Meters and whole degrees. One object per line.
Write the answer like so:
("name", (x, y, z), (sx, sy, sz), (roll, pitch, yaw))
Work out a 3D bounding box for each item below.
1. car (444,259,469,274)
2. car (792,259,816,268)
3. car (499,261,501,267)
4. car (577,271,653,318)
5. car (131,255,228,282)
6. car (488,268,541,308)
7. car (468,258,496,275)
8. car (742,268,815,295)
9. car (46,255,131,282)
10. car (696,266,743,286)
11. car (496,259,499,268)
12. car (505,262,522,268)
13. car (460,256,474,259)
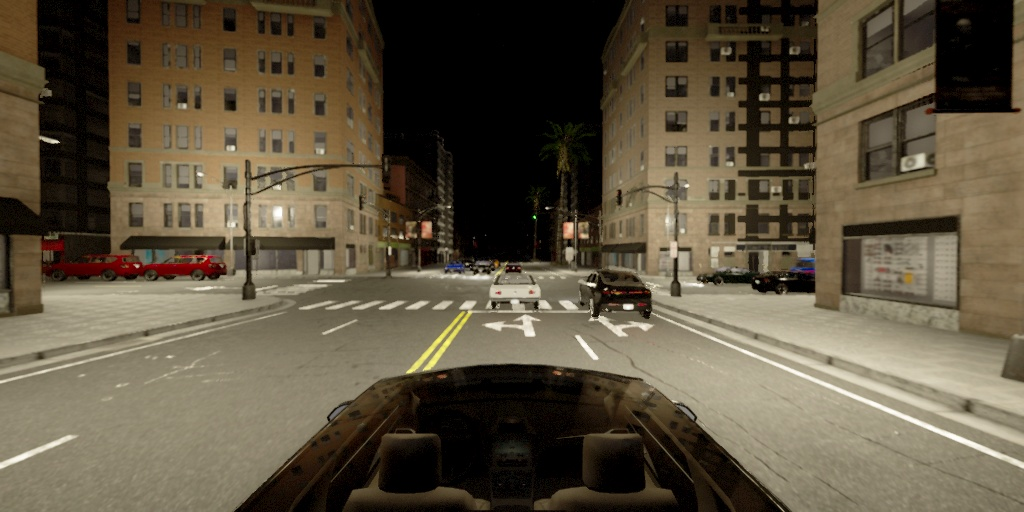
("car", (-6.535, 1.335, 41.515), (1.812, 1.442, 4.674), (0, 0, 1))
("car", (21.405, 1.206, 23.475), (5.566, 2.045, 2.150), (0, 1, 2))
("car", (-3.178, 1.307, 59.448), (1.882, 1.535, 5.008), (0, 0, 0))
("car", (3.597, 1.271, 13.101), (1.837, 1.490, 4.892), (0, 0, 3))
("car", (-23.863, 0.877, 26.238), (5.009, 1.841, 2.192), (0, 0, -9))
("car", (0.114, 1.376, 15.225), (1.895, 1.301, 4.718), (0, 0, 0))
("car", (-3.296, 1.299, 40.202), (2.128, 1.511, 4.902), (0, 0, 0))
("car", (16.232, 1.545, 20.694), (4.313, 1.339, 1.948), (0, 0, 0))
("car", (-29.311, 0.833, 25.422), (5.009, 1.841, 2.192), (0, 0, -9))
("car", (16.089, 1.466, 26.643), (4.181, 1.385, 1.994), (0, 1, 0))
("car", (-3.259, 1.369, 49.946), (2.033, 1.411, 5.357), (0, 0, 0))
("car", (0.149, 1.356, 40.699), (2.033, 1.411, 5.357), (0, 0, 0))
("car", (-6.501, 1.044, 51.223), (2.150, 2.045, 5.566), (0, 0, 0))
